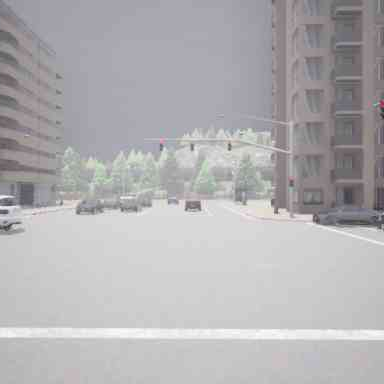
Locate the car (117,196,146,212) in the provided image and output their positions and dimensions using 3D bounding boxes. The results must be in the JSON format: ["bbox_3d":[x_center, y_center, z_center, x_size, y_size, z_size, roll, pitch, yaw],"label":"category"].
[{"bbox_3d":[-6.988,1.497,38.691,1.837,1.490,4.892,0,0,0],"label":"car"}]

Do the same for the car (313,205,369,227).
[{"bbox_3d":[10.239,1.559,22.013,4.181,1.385,1.994,0,0,6],"label":"car"}]

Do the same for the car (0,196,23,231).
[{"bbox_3d":[-12.439,1.217,18.479,5.566,2.045,2.150,0,0,1],"label":"car"}]

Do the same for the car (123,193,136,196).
[{"bbox_3d":[-10.435,1.209,54.450,2.150,2.045,5.566,0,0,1],"label":"car"}]

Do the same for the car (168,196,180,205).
[{"bbox_3d":[-3.369,1.513,60.049,1.812,1.442,4.674,0,0,0],"label":"car"}]

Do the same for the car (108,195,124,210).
[{"bbox_3d":[-10.486,1.516,43.754,1.812,1.442,4.674,0,0,0],"label":"car"}]

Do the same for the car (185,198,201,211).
[{"bbox_3d":[0.148,1.469,41.595,1.882,1.535,5.008,0,0,1],"label":"car"}]

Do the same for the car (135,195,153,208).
[{"bbox_3d":[-6.952,1.554,48.634,1.994,1.385,4.181,0,0,1],"label":"car"}]

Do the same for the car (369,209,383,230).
[{"bbox_3d":[12.676,1.348,18.172,4.553,1.767,2.097,0,0,1],"label":"car"}]

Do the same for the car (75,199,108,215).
[{"bbox_3d":[-10.511,1.497,34.503,1.837,1.490,4.892,0,0,0],"label":"car"}]
